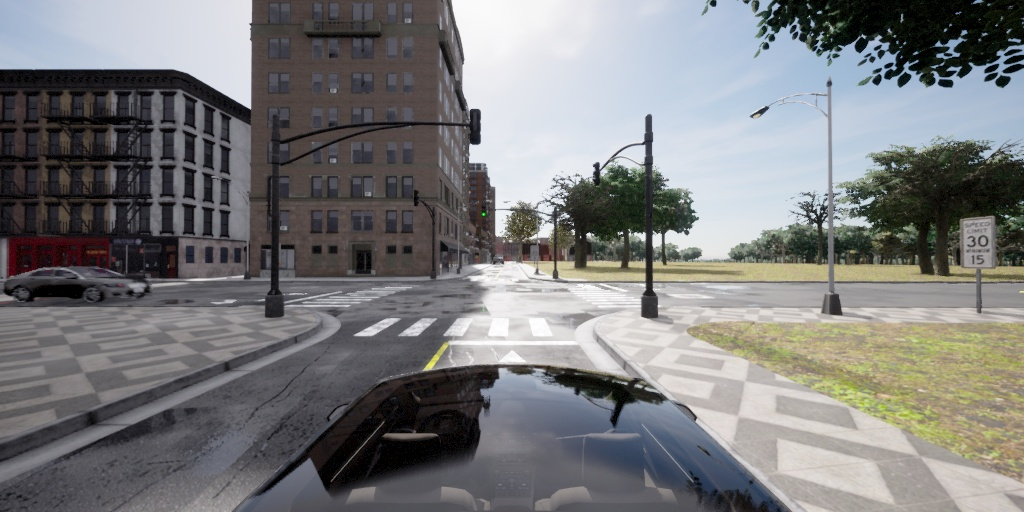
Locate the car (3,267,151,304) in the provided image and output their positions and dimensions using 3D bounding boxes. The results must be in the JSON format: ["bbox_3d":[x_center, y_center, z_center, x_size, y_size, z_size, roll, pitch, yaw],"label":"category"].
[{"bbox_3d":[-18.486,1.203,15.403,4.902,1.511,2.128,0,-1,0],"label":"car"}]
